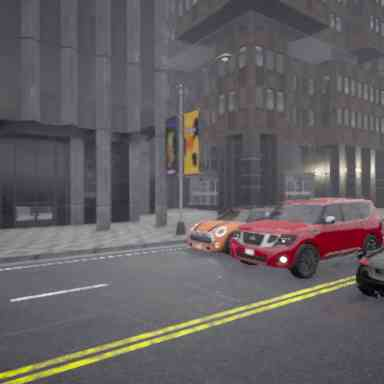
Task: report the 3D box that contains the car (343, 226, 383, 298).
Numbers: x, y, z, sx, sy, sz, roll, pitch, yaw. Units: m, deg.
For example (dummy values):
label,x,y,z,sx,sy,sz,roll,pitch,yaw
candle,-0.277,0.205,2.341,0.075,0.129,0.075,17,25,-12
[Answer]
label,x,y,z,sx,sy,sz,roll,pitch,yaw
car,5.496,1.563,7.365,4.181,1.385,1.994,0,0,-36

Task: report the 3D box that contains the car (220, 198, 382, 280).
label,x,y,z,sx,sy,sz,roll,pitch,yaw
car,3.764,1.221,10.365,5.566,2.045,2.150,0,0,-36

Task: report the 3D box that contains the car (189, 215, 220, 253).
label,x,y,z,sx,sy,sz,roll,pitch,yaw
car,2.075,1.351,13.152,4.553,1.767,2.097,0,0,-35
